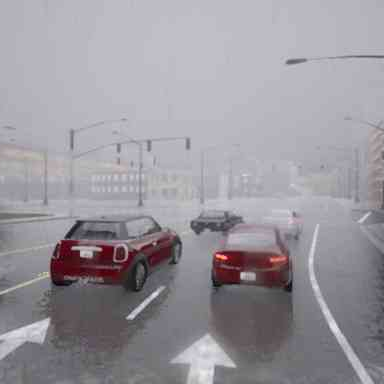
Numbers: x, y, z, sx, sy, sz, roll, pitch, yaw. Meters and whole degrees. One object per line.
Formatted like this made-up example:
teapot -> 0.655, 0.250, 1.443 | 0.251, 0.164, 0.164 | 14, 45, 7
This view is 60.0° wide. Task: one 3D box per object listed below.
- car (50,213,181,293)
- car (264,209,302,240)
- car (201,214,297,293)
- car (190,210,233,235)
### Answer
car -> -1.793, 1.382, 9.298 | 2.097, 1.767, 4.553 | 0, 0, 14
car -> 4.709, 1.601, 17.409 | 1.812, 1.442, 4.674 | 0, 0, 21
car -> 1.717, 1.563, 8.988 | 1.812, 1.442, 4.674 | 0, 0, 15
car -> 1.567, 1.675, 18.985 | 1.895, 1.301, 4.718 | 0, 0, 21
